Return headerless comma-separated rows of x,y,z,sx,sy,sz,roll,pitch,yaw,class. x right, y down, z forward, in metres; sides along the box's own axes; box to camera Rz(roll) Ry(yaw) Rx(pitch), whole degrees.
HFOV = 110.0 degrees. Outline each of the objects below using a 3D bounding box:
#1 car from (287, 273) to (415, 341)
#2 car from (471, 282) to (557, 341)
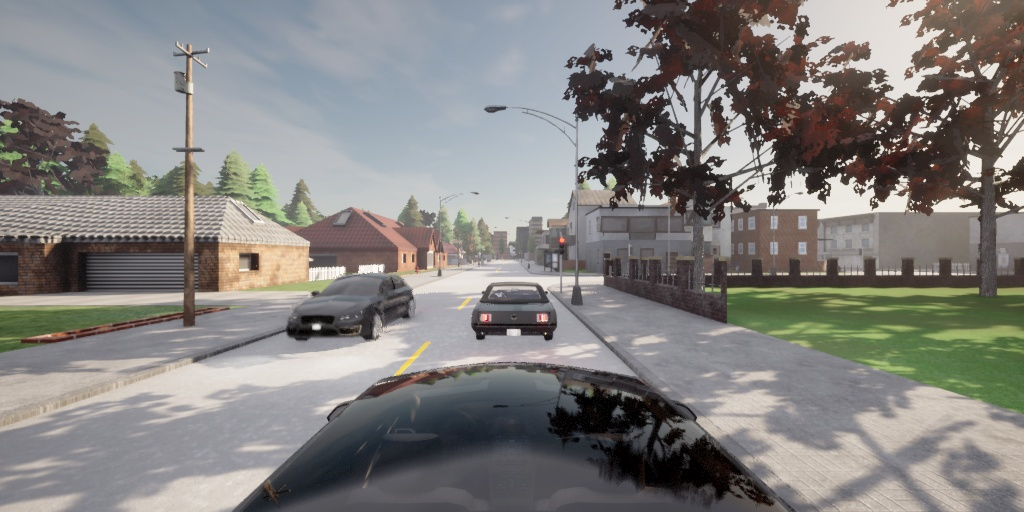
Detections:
-4.081,1.257,9.934,1.837,1.490,4.892,0,-1,0,car
0.078,1.351,9.906,1.895,1.301,4.718,0,0,1,car
